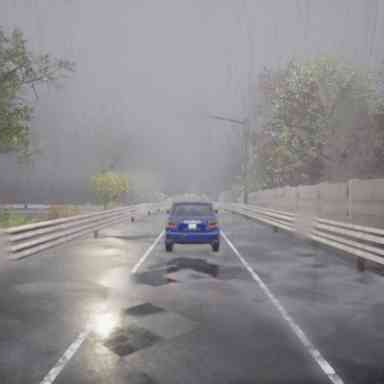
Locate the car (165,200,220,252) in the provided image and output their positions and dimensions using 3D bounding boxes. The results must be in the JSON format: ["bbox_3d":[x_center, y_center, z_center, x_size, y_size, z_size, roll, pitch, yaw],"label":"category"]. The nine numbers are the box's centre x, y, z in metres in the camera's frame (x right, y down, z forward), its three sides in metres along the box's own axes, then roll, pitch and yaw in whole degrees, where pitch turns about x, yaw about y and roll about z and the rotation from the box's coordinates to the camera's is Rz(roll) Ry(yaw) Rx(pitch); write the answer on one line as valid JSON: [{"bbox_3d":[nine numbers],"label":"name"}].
[{"bbox_3d":[0.014,1.360,14.808,2.150,2.045,5.566,0,0,0],"label":"car"}]

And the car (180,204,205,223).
[{"bbox_3d":[0.024,1.835,29.821,2.033,1.411,5.357,0,-1,0],"label":"car"}]
